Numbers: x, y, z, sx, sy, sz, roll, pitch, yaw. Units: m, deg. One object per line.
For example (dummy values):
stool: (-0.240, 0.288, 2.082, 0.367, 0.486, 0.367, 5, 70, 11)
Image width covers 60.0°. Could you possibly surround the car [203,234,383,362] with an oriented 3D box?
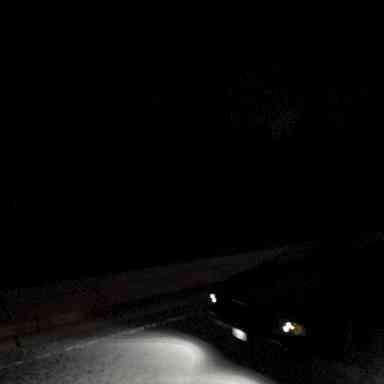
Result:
car: (2.769, 1.525, 6.095, 5.357, 1.411, 2.033, 0, 0, -37)
